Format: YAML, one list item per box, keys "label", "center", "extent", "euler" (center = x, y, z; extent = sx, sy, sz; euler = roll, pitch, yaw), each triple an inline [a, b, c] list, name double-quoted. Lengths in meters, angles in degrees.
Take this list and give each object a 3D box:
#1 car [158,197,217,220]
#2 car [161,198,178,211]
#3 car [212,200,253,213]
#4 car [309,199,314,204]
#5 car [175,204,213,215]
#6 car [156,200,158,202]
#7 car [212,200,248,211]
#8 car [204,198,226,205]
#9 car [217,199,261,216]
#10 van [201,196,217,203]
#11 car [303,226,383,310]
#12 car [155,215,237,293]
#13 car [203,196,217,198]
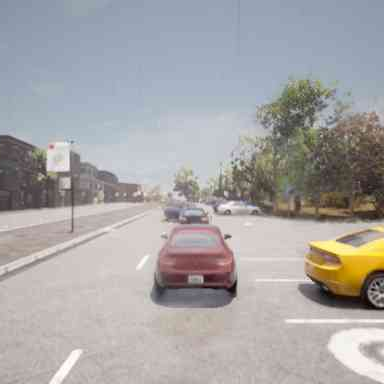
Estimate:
- label: "car"
  center: [-0.482, 1.558, 27.020]
  extent: [2.097, 1.767, 4.553]
  euler: [1, -1, -37]
- label: "car"
  center: [-3.237, 1.752, 48.952]
  extent: [2.097, 1.767, 4.553]
  euler: [0, 0, 0]
- label: "car"
  center: [5.091, 1.823, 42.235]
  extent: [4.892, 1.521, 2.231]
  euler: [0, -1, 0]
- label: "car"
  center: [21.947, 1.641, 58.243]
  extent: [4.902, 1.511, 2.128]
  euler: [-1, -3, 0]
- label: "car"
  center: [0.106, 1.675, 20.703]
  extent: [1.812, 1.442, 4.674]
  euler: [0, -1, 0]
- label: "car"
  center: [-7.541, 2.435, 94.349]
  extent: [5.366, 1.575, 1.946]
  euler: [0, -1, 0]
- label: "car"
  center: [5.094, 1.891, 45.510]
  extent: [4.674, 1.452, 2.002]
  euler: [0, -1, 0]
- label: "car"
  center: [5.063, 2.138, 73.015]
  extent: [4.674, 1.452, 2.002]
  euler: [0, -1, 0]
- label: "car"
  center: [5.092, 1.804, 35.813]
  extent: [4.674, 1.452, 2.002]
  euler: [0, -1, 0]
- label: "van"
  center: [4.800, 2.201, 93.812]
  extent: [4.442, 1.987, 1.878]
  euler: [0, -1, 0]
- label: "car"
  center: [5.080, 1.516, 7.329]
  extent: [5.008, 1.535, 2.097]
  euler: [0, 0, 0]
- label: "car"
  center: [0.112, 1.573, 8.867]
  extent: [1.812, 1.442, 4.674]
  euler: [0, 0, 1]
- label: "car"
  center: [5.135, 1.943, 69.847]
  extent: [4.553, 1.767, 2.185]
  euler: [0, -1, 0]
